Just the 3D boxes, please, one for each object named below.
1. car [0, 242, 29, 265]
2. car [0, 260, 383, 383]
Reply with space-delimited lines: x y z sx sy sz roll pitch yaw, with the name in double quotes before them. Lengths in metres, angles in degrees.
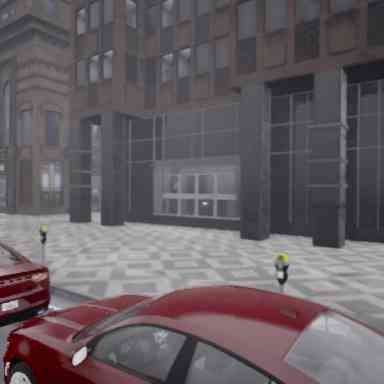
"car" -4.450 1.508 6.137 4.507 1.381 1.887 0 0 36
"car" 0.110 1.537 2.882 4.507 1.381 1.887 0 0 36
